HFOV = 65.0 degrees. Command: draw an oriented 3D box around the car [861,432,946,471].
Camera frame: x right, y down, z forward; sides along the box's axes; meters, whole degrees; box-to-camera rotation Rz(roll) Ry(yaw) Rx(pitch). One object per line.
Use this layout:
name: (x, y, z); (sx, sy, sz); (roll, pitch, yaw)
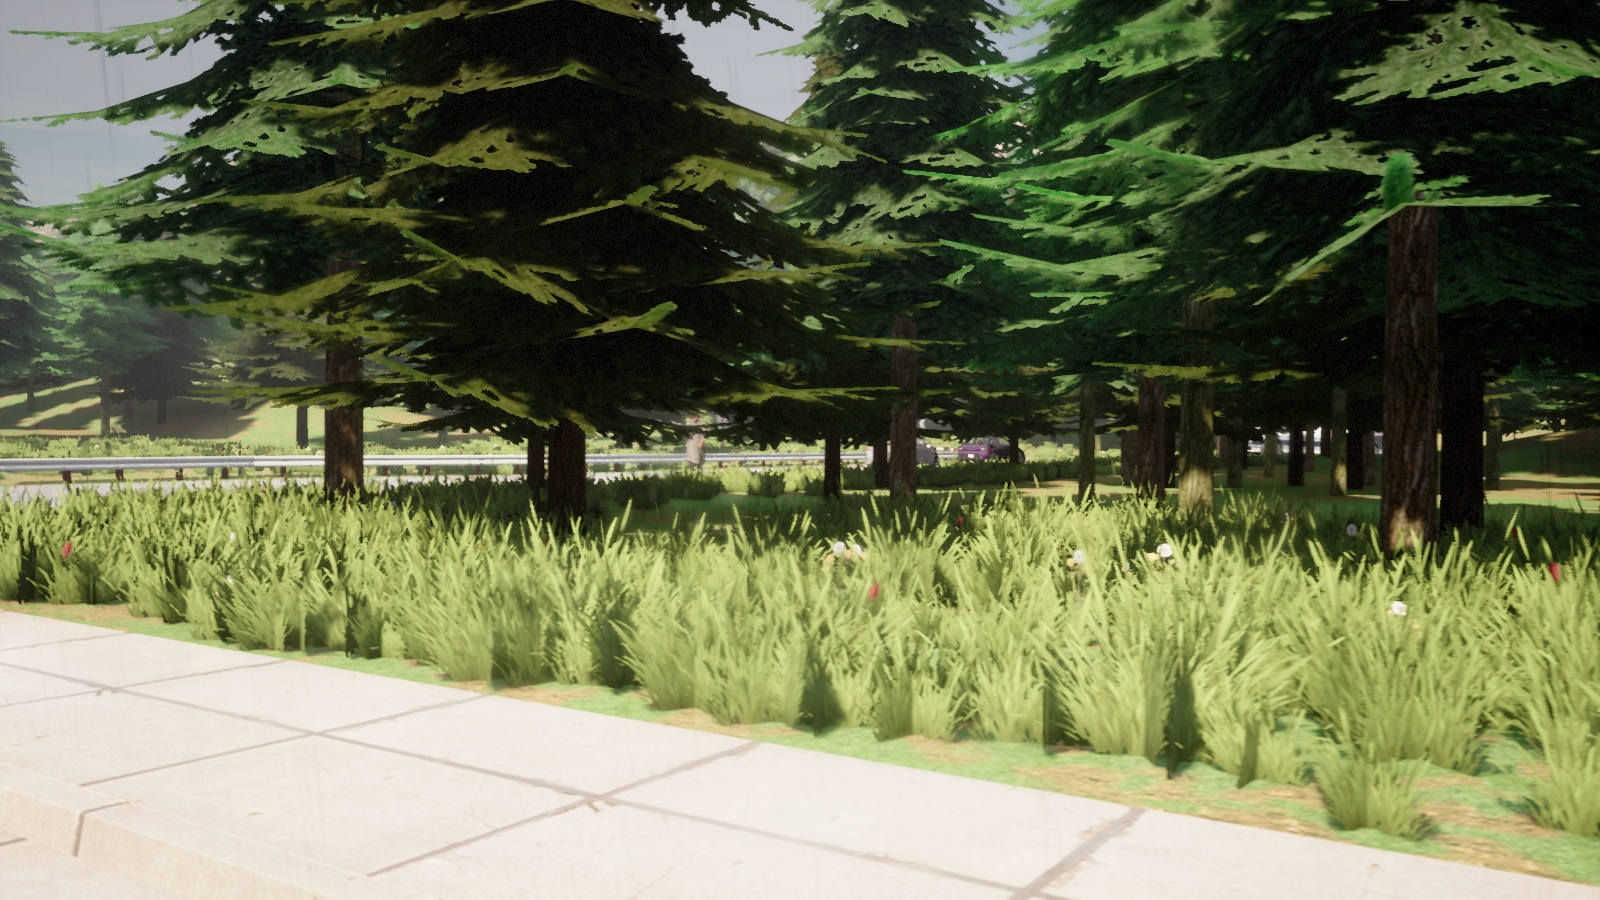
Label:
car: (4.237, 0.035, 51.036); (1.845, 1.501, 3.633); (0, 1, 35)

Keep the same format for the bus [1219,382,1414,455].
bus: (31.632, -1.908, 77.349); (10.273, 4.253, 3.944); (1, 0, 4)

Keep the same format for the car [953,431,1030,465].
car: (8.805, -0.096, 57.626); (1.816, 1.474, 4.193); (0, 1, 35)

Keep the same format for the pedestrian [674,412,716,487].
pedestrian: (-2.778, -0.018, 33.240); (0.659, 1.952, 0.873); (0, 1, 35)
